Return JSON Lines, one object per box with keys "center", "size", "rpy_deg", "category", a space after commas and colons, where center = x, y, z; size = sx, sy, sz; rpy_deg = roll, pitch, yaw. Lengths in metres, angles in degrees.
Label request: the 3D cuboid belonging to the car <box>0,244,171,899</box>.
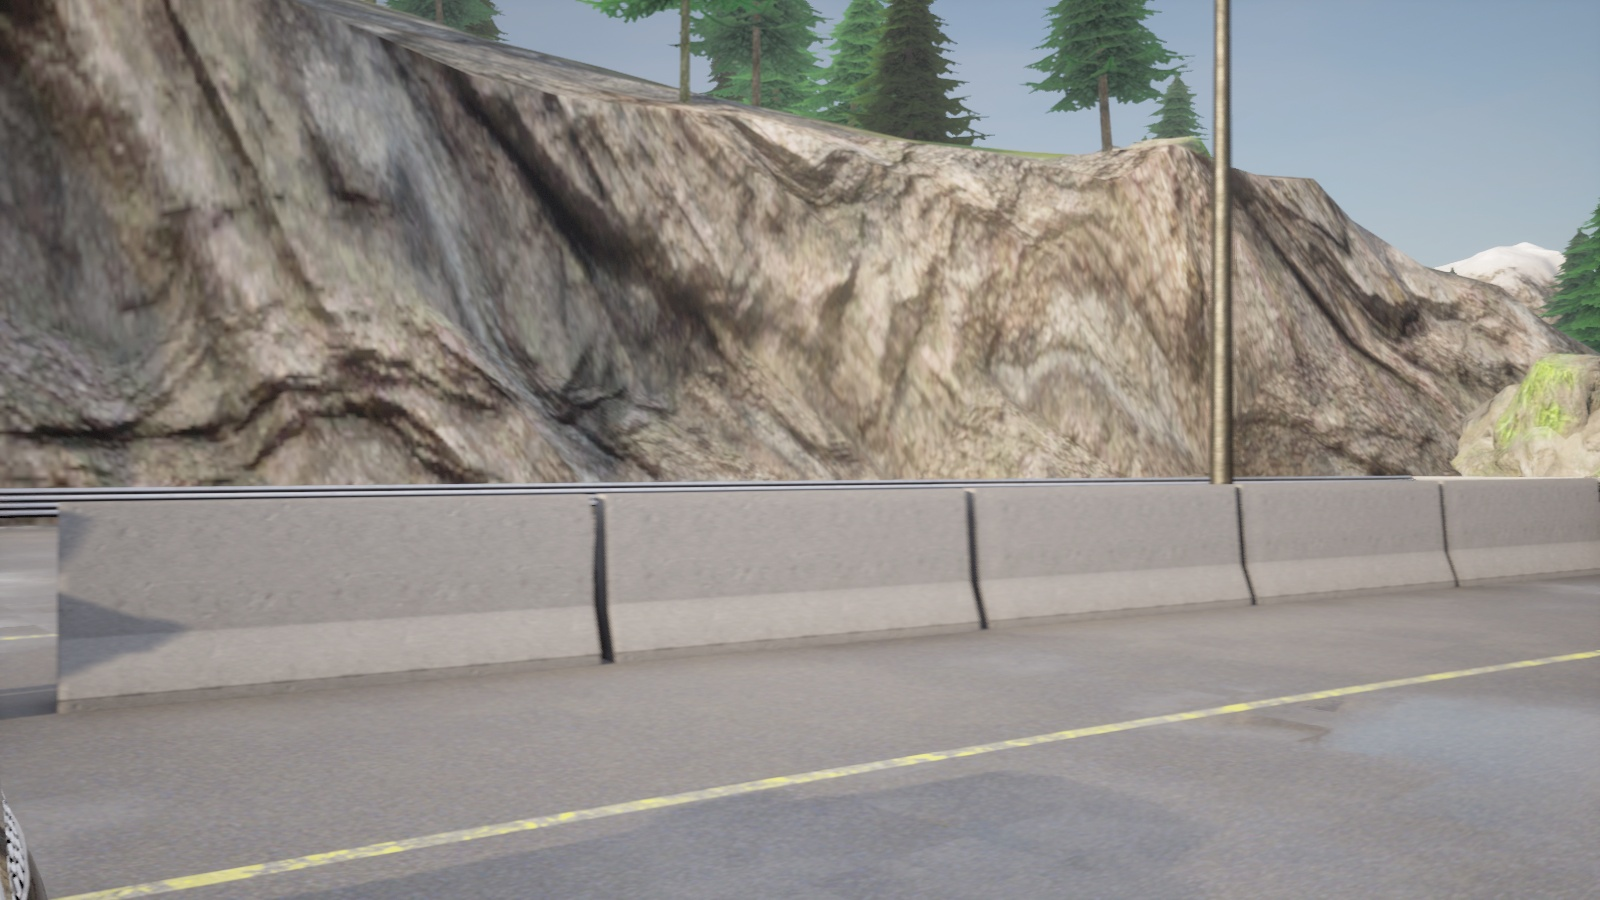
{"center": [-3.360, 0.612, 1.319], "size": [4.553, 1.767, 2.097], "rpy_deg": [0, 0, -36], "category": "car"}
